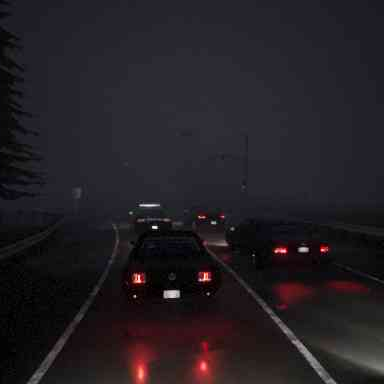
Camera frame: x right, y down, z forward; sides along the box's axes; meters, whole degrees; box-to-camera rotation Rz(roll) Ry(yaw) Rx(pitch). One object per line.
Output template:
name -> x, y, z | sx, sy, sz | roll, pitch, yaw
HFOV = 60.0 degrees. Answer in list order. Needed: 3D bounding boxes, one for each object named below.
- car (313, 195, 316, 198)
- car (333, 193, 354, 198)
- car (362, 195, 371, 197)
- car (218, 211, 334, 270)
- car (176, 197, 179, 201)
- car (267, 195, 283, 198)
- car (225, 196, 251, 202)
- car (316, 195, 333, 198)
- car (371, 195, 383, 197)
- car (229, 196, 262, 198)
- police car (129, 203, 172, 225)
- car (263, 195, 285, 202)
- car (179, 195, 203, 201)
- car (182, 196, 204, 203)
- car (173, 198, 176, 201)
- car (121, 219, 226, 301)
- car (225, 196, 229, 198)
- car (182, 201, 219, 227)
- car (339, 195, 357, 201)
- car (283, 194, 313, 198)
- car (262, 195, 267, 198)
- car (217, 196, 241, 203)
car -> 26.780, 1.355, 76.648 | 4.553, 1.767, 2.097 | 0, 0, -23
car -> 33.716, 1.478, 72.287 | 5.008, 1.535, 1.882 | 0, 0, -27
car -> 43.791, 1.536, 83.415 | 5.357, 1.411, 2.033 | 0, 0, -39
car -> 2.535, 1.547, 11.113 | 2.033, 1.411, 5.357 | 0, 0, -8
car -> -0.096, 1.352, 62.715 | 4.553, 1.767, 2.097 | 0, 0, -22
car -> 19.080, 1.540, 69.830 | 5.357, 1.411, 2.033 | 0, 0, -21
car -> 10.255, 1.540, 73.987 | 5.357, 1.411, 2.033 | 0, 0, -21
car -> 31.132, 1.540, 74.850 | 5.357, 1.411, 2.033 | 0, 0, -27
car -> 46.475, 1.533, 81.106 | 5.357, 1.411, 2.033 | 0, 0, -39
car -> 10.103, 1.503, 62.794 | 4.892, 1.490, 1.837 | 0, 0, -20
police car -> -2.277, 1.425, 17.821 | 1.930, 1.638, 5.238 | 0, 0, -13
car -> 19.096, 1.500, 77.316 | 4.892, 1.490, 1.837 | 0, 0, -21
car -> 0.463, 1.564, 59.185 | 4.181, 1.385, 1.994 | 0, 0, -21
car -> 0.291, 1.553, 70.236 | 4.181, 1.385, 1.994 | 0, 0, -21
car -> -1.622, 1.492, 65.855 | 4.902, 1.511, 2.128 | 0, 0, -20
car -> -0.606, 1.601, 8.357 | 1.895, 1.301, 4.718 | 0, 0, -6
car -> 8.935, 1.526, 66.064 | 4.674, 1.442, 1.812 | 0, 0, -20
car -> 0.666, 1.526, 20.513 | 1.812, 1.442, 4.674 | 0, 0, -13
car -> 39.511, 1.525, 84.384 | 4.902, 1.511, 2.128 | 0, 0, -39
car -> 21.369, 1.524, 66.952 | 4.674, 1.442, 1.812 | 0, 0, -21
car -> 16.178, 1.355, 72.477 | 4.553, 1.767, 2.097 | 0, 0, -21
car -> 7.757, 1.524, 69.307 | 4.674, 1.442, 1.812 | 0, 0, -21
